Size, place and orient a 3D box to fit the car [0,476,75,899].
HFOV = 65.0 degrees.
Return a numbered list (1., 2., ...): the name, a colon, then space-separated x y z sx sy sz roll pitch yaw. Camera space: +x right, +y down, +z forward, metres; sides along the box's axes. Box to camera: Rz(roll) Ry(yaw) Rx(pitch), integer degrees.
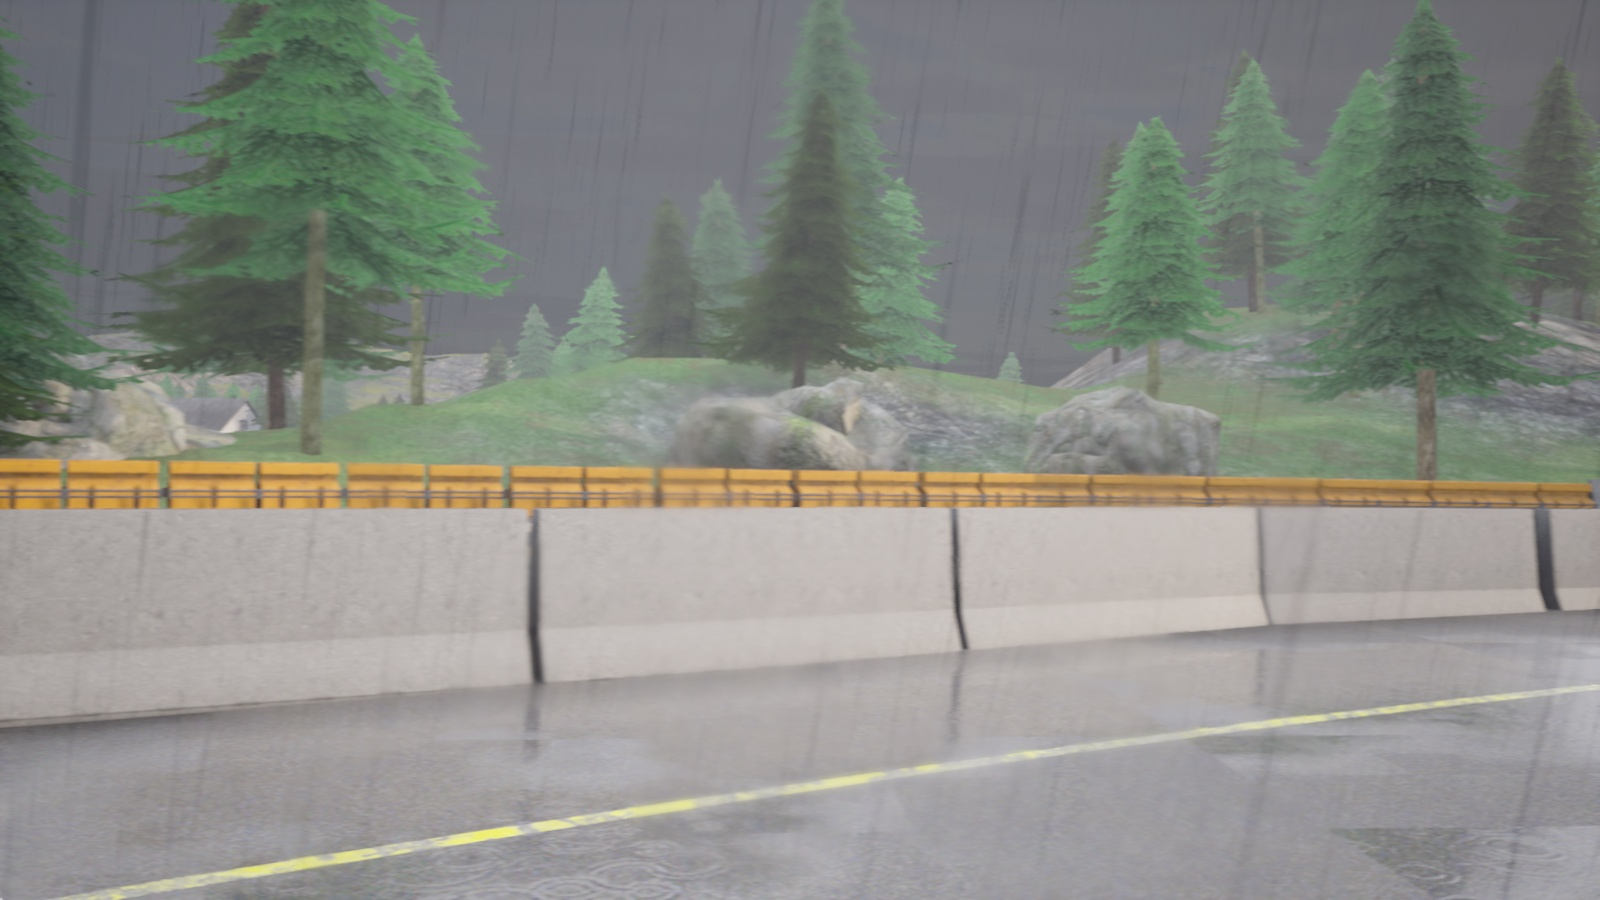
1. car: -3.521 0.767 1.233 4.674 1.442 1.812 0 0 -37
